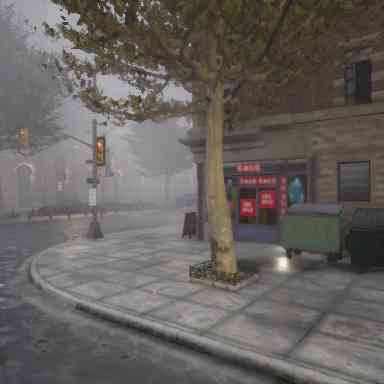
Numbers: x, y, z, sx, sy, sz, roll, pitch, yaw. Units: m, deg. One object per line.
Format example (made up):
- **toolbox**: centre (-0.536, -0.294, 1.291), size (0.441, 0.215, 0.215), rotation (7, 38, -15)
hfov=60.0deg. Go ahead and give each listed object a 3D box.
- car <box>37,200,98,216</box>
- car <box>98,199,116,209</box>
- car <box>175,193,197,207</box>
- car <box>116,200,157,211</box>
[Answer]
- **car**: centre (-12.499, 1.547, 33.152), size (2.033, 1.411, 5.357), rotation (0, 0, 36)
- **car**: centre (-11.998, 1.595, 45.119), size (1.895, 1.301, 4.718), rotation (0, 0, 36)
- **car**: centre (-0.258, 1.221, 49.902), size (2.150, 2.045, 5.566), rotation (0, 0, 36)
- **car**: centre (-6.600, 1.601, 41.234), size (1.895, 1.301, 4.718), rotation (0, 0, 36)
